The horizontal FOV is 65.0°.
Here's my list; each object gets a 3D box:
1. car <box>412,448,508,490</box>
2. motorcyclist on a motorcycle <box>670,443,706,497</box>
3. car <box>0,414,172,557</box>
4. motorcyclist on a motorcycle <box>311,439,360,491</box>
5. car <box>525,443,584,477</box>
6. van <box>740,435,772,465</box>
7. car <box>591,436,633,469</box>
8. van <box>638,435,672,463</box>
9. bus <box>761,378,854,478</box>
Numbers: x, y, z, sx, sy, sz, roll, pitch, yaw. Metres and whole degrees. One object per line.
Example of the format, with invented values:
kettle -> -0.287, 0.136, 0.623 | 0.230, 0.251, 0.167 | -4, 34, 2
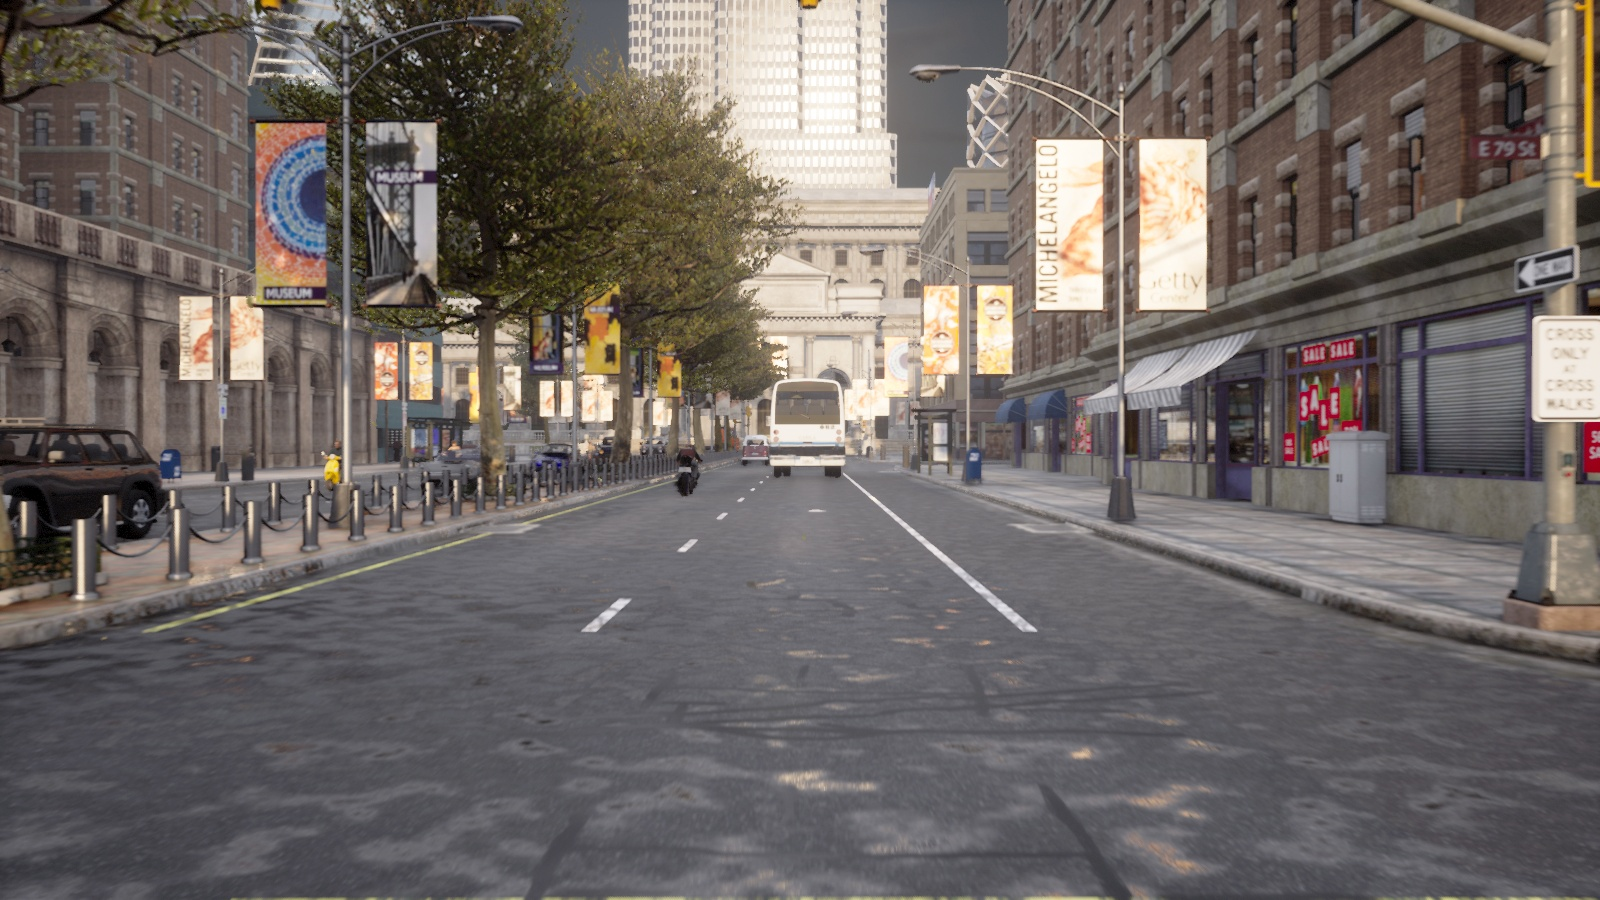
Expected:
car -> -11.248, 0.602, 41.835 | 1.895, 1.301, 4.718 | 0, 0, 0
motorcyclist on a motorcycle -> -3.275, 0.571, 36.890 | 0.866, 1.530, 2.191 | 0, 0, 0
car -> -11.321, 0.451, 18.325 | 1.932, 1.855, 4.605 | 0, 0, 1
motorcyclist on a motorcycle -> -14.758, 0.463, 39.921 | 0.866, 1.590, 1.817 | 0, 0, 0
car -> -11.160, 0.428, 57.335 | 1.816, 1.474, 4.193 | 0, 0, 0
van -> -2.995, -0.019, 86.386 | 2.069, 2.038, 4.480 | 0, 0, 0
car -> -11.064, 0.116, 74.110 | 1.905, 1.878, 3.866 | 0, 0, 0
van -> -10.945, -0.075, 95.074 | 2.069, 2.038, 4.480 | 0, 0, 0
bus -> 0.350, -0.961, 58.727 | 3.944, 4.253, 10.273 | 0, 0, 0
